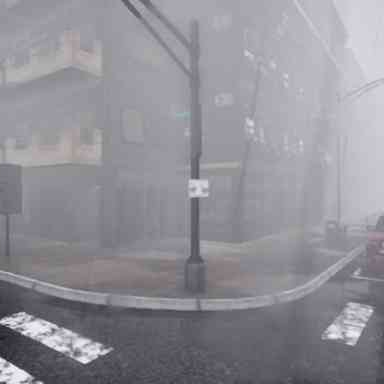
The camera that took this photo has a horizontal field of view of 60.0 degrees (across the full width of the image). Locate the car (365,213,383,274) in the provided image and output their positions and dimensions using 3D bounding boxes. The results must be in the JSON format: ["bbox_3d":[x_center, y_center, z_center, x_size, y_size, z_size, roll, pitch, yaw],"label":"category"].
[{"bbox_3d":[7.105,1.597,11.043,2.192,1.841,5.009,-1,-2,35],"label":"car"}]
